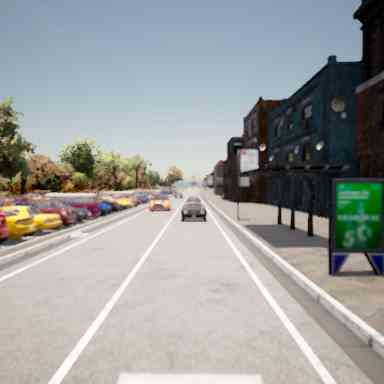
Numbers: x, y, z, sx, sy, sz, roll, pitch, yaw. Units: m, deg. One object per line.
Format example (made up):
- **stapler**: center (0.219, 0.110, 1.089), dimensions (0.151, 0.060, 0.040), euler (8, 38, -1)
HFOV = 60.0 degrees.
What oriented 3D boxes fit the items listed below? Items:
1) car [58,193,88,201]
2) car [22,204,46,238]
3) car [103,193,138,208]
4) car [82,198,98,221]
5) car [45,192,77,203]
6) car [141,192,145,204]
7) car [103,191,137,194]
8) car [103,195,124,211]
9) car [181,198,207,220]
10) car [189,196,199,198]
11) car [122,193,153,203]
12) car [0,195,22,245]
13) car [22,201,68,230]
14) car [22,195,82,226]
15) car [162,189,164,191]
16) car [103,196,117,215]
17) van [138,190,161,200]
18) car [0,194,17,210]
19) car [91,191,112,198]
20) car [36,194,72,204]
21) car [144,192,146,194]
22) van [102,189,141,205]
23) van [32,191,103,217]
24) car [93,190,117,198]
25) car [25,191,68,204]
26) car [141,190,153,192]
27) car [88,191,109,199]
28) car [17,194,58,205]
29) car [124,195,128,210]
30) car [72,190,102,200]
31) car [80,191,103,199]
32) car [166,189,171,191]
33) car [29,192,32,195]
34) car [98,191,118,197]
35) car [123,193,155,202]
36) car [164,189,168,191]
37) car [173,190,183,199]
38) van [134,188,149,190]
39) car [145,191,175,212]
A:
- **car**: center (-22.205, 0.981, 62.181), dimensions (4.792, 1.488, 2.163), euler (0, 1, 1)
- **car**: center (-9.575, 1.453, 14.763), dimensions (5.008, 1.535, 2.097), euler (0, 1, 1)
- **car**: center (-9.195, 1.231, 37.026), dimensions (5.366, 1.575, 1.946), euler (0, 1, 1)
- **car**: center (-9.512, 1.375, 23.111), dimensions (4.892, 1.521, 2.231), euler (0, 1, 1)
- **car**: center (-22.316, 0.891, 56.612), dimensions (4.553, 1.767, 2.185), euler (0, 1, 1)
- **car**: center (-9.276, 1.175, 45.377), dimensions (4.792, 1.488, 2.163), euler (0, 1, 1)
- **car**: center (-9.324, 1.079, 39.809), dimensions (4.553, 1.767, 2.185), euler (0, 1, 1)
- **car**: center (-9.425, 1.291, 31.461), dimensions (5.008, 1.535, 2.097), euler (0, 1, 1)
- **car**: center (0.152, 1.428, 25.852), dimensions (1.895, 1.301, 4.718), euler (0, 1, 0)
- **car**: center (0.220, 1.219, 42.755), dimensions (1.994, 1.385, 4.181), euler (0, 1, 0)
- **car**: center (-9.212, 1.021, 56.510), dimensions (4.892, 1.521, 2.231), euler (0, 1, 1)
- **car**: center (-9.634, 1.229, 11.977), dimensions (5.566, 2.045, 2.435), euler (0, 1, 1)
- **car**: center (-9.741, 1.424, 17.547), dimensions (5.366, 1.575, 1.946), euler (0, 1, 1)
- **car**: center (-9.500, 1.276, 20.202), dimensions (4.553, 1.767, 2.185), euler (0, 1, 1)
- **car**: center (-9.077, 0.637, 67.638), dimensions (5.566, 2.045, 2.435), euler (0, 1, 1)
- **car**: center (-9.461, 1.319, 28.678), dimensions (5.008, 1.535, 2.097), euler (0, 1, 1)
- **van**: center (-8.966, 0.630, 70.296), dimensions (4.442, 1.987, 1.878), euler (0, 1, 1)
- **car**: center (-22.429, 1.106, 37.118), dimensions (4.553, 1.767, 2.185), euler (0, 1, 1)
- **car**: center (-22.092, 0.594, 81.548), dimensions (4.553, 1.767, 2.185), euler (0, 1, 1)
- **car**: center (-22.316, 1.051, 53.828), dimensions (4.892, 1.521, 2.231), euler (0, 1, 1)
- **car**: center (-9.258, 1.123, 50.943), dimensions (4.674, 1.452, 2.002), euler (0, 1, 1)
- **van**: center (-9.214, 0.950, 42.527), dimensions (4.442, 1.987, 1.878), euler (0, 1, 0)
- **van**: center (-9.597, 1.121, 25.894), dimensions (4.442, 1.987, 1.878), euler (0, 1, 1)
- **car**: center (-22.064, 0.433, 84.456), dimensions (5.566, 2.045, 2.435), euler (0, 1, 1)
- **car**: center (-22.307, 0.829, 51.041), dimensions (5.566, 2.045, 2.435), euler (0, 1, 0)
- **car**: center (-9.199, 0.927, 53.724), dimensions (4.553, 1.767, 2.185), euler (0, 1, 1)
- **car**: center (-22.118, 0.627, 78.763), dimensions (4.553, 1.767, 2.185), euler (0, 1, 1)
- **car**: center (-22.365, 1.111, 48.257), dimensions (5.008, 1.535, 2.097), euler (0, 1, 1)
- **car**: center (-9.408, 1.303, 34.245), dimensions (4.674, 1.452, 2.002), euler (0, 1, 1)
- **car**: center (-22.190, 0.602, 70.408), dimensions (5.566, 2.045, 2.435), euler (0, 1, 1)
- **car**: center (-22.104, 0.693, 73.318), dimensions (4.553, 1.767, 2.185), euler (0, 1, 1)
- **car**: center (-8.770, 0.684, 84.337), dimensions (5.366, 1.575, 1.946), euler (0, 1, 1)
- **car**: center (-22.405, 1.173, 42.689), dimensions (5.008, 1.535, 2.097), euler (0, 1, 1)
- **car**: center (-21.979, 0.525, 87.243), dimensions (4.553, 1.767, 2.185), euler (0, 1, 1)
- **car**: center (-9.366, 0.984, 59.294), dimensions (5.366, 1.575, 1.946), euler (0, 1, 1)
- **car**: center (-9.010, 0.750, 81.557), dimensions (4.792, 1.488, 2.163), euler (0, 1, 1)
- **car**: center (-2.954, 0.811, 75.462), dimensions (1.994, 1.385, 4.181), euler (0, 1, 0)
- **van**: center (-9.014, 0.696, 64.855), dimensions (4.442, 1.987, 1.878), euler (0, 1, 1)
- **car**: center (-3.261, 1.094, 34.574), dimensions (2.097, 1.767, 4.553), euler (0, 1, 0)
